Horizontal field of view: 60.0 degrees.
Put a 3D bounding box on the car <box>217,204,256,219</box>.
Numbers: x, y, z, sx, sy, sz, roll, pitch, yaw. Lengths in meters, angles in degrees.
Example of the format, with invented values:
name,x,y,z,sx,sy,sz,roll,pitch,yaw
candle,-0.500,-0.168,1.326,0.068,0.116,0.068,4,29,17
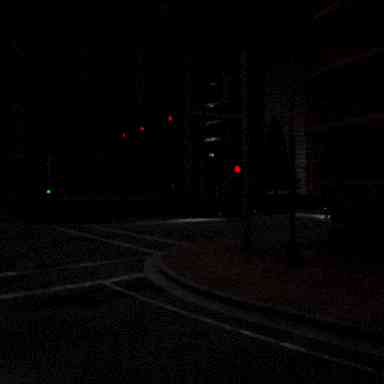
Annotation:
name,x,y,z,sx,sy,sz,roll,pitch,yaw
car,4.915,2.047,36.382,4.902,1.511,2.128,0,-1,-36

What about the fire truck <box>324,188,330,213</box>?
name,x,y,z,sx,sy,sz,roll,pitch,yaw
fire truck,20.870,0.946,43.617,8.468,3.827,2.891,0,-1,-36
